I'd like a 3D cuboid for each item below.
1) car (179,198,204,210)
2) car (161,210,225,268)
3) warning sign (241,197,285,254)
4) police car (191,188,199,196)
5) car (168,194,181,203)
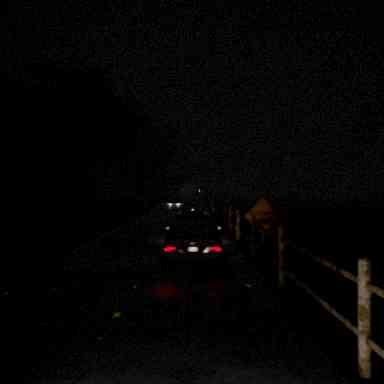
[{"bbox_3d":[0.077,1.464,30.474,1.994,1.385,4.181,0,1,0],"label":"car"},{"bbox_3d":[0.046,1.548,11.228,2.033,1.411,5.357,0,0,0],"label":"car"},{"bbox_3d":[2.454,1.117,11.600,1.300,1.860,1.060,0,0,0],"label":"warning sign"},{"bbox_3d":[0.838,0.082,86.684,1.930,1.638,5.238,0,2,0],"label":"police car"},{"bbox_3d":[-2.809,1.036,54.084,2.033,1.411,5.357,0,1,0],"label":"car"}]
